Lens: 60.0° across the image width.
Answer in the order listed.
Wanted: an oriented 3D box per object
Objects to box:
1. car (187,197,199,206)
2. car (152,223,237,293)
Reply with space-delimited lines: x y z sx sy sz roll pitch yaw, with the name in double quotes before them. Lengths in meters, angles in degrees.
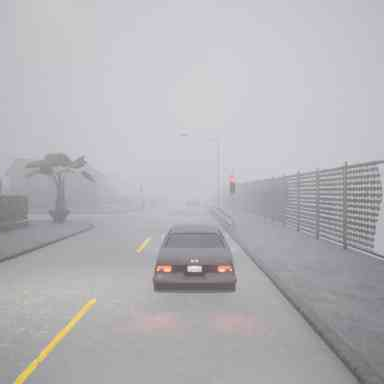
"car" 0.155 1.563 54.289 1.994 1.385 4.181 0 0 0
"car" 0.072 1.547 8.994 2.033 1.411 5.357 0 0 1
